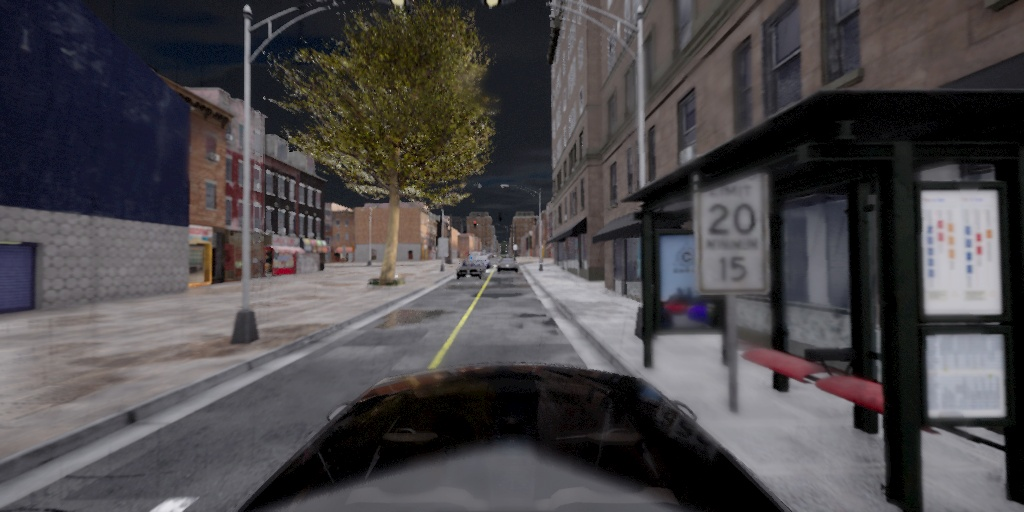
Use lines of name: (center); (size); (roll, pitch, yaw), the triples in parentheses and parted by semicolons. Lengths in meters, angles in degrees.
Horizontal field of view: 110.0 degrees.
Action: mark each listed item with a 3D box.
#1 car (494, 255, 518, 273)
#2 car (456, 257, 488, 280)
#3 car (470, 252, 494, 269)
car: (-0.396, 0.779, 33.992); (1.994, 1.385, 4.181); (0, 2, 0)
car: (-3.097, 1.038, 27.401); (1.895, 1.301, 4.718); (0, 1, -1)
car: (-3.265, 0.605, 38.631); (1.812, 1.442, 4.674); (0, 2, -1)
